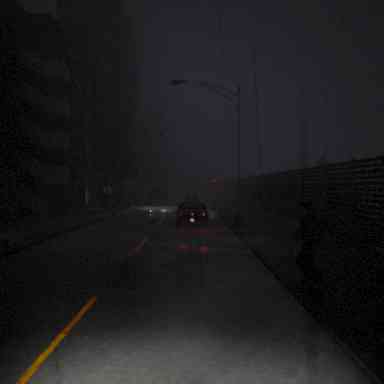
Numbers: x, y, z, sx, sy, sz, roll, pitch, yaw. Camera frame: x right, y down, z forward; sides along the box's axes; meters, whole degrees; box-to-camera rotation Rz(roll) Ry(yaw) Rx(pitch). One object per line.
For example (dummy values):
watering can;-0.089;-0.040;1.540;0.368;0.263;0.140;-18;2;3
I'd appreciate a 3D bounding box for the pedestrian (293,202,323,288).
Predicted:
pedestrian;2.423;1.069;6.976;0.375;1.860;0.375;0;1;0

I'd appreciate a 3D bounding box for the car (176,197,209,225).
car;0.032;1.243;20.920;1.895;1.301;4.718;0;1;0

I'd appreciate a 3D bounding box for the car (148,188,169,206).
car;-4.039;0.523;40.527;2.150;2.045;5.566;0;1;0

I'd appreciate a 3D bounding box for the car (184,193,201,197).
car;0.019;0.820;39.369;2.128;1.511;4.902;0;1;0
